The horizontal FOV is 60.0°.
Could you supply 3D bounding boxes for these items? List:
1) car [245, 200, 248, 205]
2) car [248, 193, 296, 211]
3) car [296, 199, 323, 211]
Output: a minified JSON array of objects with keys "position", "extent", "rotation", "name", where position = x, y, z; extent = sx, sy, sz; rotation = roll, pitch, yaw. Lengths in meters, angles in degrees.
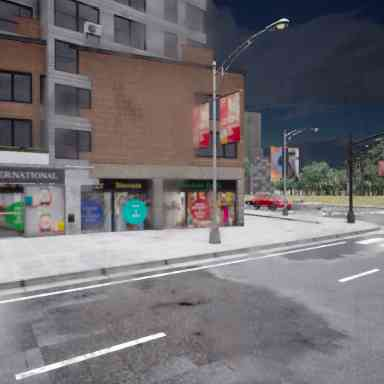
[{"position":[9.589,1.471,47.565],"extent":[1.895,1.301,4.718],"rotation":[0,0,-22],"name":"car"},{"position":[9.388,1.122,39.481],"extent":[2.150,2.045,5.566],"rotation":[0,0,-22],"name":"car"},{"position":[13.081,1.491,39.095],"extent":[1.895,1.301,4.718],"rotation":[0,0,-23],"name":"car"}]
